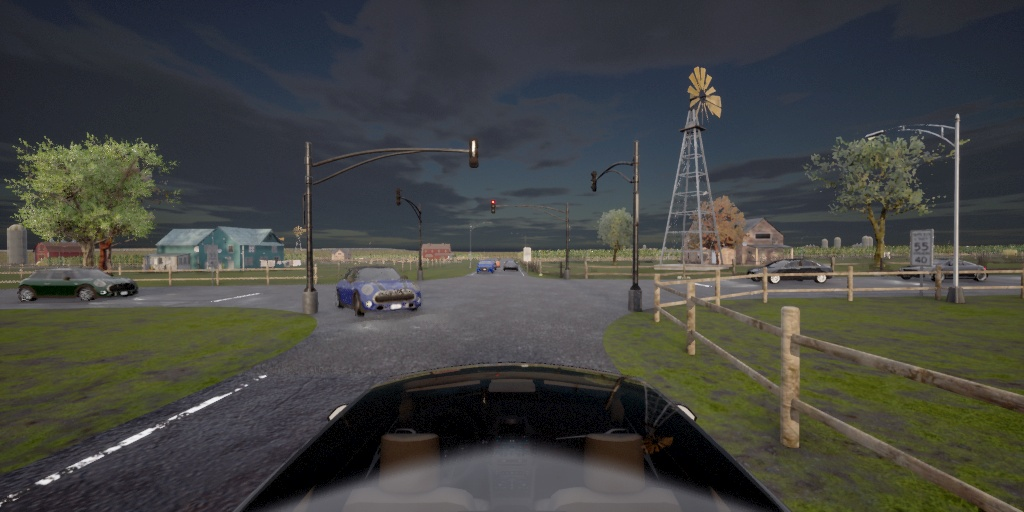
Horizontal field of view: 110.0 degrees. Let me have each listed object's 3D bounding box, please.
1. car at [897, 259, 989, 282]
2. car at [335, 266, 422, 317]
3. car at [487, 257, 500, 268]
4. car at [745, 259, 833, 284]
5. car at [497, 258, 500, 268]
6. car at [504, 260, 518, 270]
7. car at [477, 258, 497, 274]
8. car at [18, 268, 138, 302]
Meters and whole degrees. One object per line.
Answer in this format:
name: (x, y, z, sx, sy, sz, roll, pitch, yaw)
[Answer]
car: (27.542, 0.885, 23.028, 4.181, 1.385, 1.994, -1, 1, 0)
car: (-5.110, 1.155, 13.462, 2.097, 1.767, 4.553, -1, -2, -37)
car: (-3.170, 1.099, 61.920, 2.097, 1.767, 4.553, 0, 0, 0)
car: (17.684, 0.957, 22.984, 4.892, 1.490, 1.837, -1, 1, 0)
car: (-3.122, 1.293, 51.886, 2.033, 1.411, 5.357, 0, 0, -1)
car: (-0.182, 1.309, 50.867, 1.994, 1.385, 4.181, 0, 0, 0)
car: (-3.051, 1.222, 41.982, 1.882, 1.535, 5.008, 0, 0, -1)
car: (-22.927, 1.422, 19.090, 4.553, 1.767, 2.097, -1, 1, 0)
